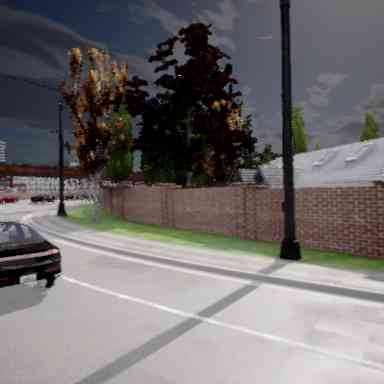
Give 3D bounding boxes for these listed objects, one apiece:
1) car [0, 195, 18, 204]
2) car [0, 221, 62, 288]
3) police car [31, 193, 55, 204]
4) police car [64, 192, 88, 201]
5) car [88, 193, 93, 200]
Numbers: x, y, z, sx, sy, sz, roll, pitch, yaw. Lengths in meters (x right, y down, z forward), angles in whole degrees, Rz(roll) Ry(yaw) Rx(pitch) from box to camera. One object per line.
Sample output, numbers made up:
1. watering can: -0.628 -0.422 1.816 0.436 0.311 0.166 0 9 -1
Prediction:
1. car: -31.047 1.222 55.196 1.882 1.535 5.008 -1 1 7
2. car: -4.995 1.468 8.126 4.902 1.511 2.128 0 1 42
3. police car: -24.965 1.039 56.002 1.930 1.638 5.238 -1 1 8
4. police car: -23.216 0.919 65.443 1.930 1.638 5.238 -1 1 13
5. car: -21.769 0.939 70.912 1.837 1.490 4.892 -1 0 16
